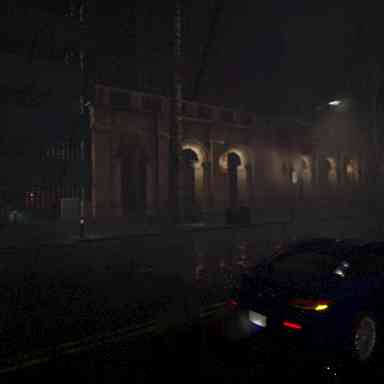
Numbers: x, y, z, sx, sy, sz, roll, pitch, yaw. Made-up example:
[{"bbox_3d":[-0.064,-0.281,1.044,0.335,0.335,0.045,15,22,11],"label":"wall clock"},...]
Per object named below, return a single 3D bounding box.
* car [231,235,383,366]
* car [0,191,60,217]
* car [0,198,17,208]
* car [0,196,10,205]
[{"bbox_3d":[2.731,1.476,5.703,4.674,1.442,1.812,-1,0,-35],"label":"car"},{"bbox_3d":[-14.096,0.984,28.596,5.566,2.045,2.435,-1,0,-35],"label":"car"},{"bbox_3d":[-25.487,1.427,43.196,4.718,1.301,1.895,-1,0,-35],"label":"car"},{"bbox_3d":[-31.868,1.374,52.893,4.786,1.482,2.161,-1,0,-35],"label":"car"}]
